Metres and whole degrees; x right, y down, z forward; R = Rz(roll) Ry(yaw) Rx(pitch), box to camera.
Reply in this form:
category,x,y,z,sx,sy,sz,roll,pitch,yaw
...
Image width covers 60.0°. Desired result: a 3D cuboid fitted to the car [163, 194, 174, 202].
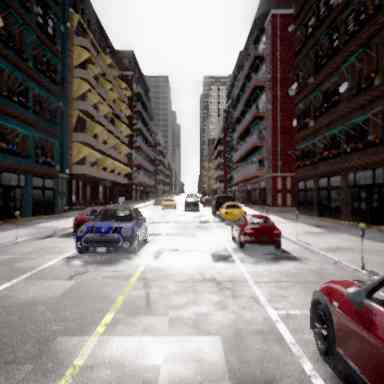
category,x,y,z,sx,sy,sz,roll,pitch,yaw
car,-5.698,1.441,80.886,2.192,1.841,5.009,1,0,0

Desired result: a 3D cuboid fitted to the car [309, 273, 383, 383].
category,x,y,z,sx,sy,sz,roll,pitch,yaw
car,2.703,1.448,3.373,1.967,1.590,4.097,1,0,0

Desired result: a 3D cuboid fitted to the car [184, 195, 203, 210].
category,x,y,z,sx,sy,sz,roll,pitch,yaw
car,-0.012,1.554,43.483,2.128,1.511,4.902,0,0,0

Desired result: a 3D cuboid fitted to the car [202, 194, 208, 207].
category,x,y,z,sx,sy,sz,roll,pitch,yaw
car,2.688,1.531,53.239,1.967,1.590,4.097,1,0,0

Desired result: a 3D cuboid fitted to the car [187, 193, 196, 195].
category,x,y,z,sx,sy,sz,roll,pitch,yaw
car,-0.016,1.272,60.279,2.150,2.045,5.566,0,0,0

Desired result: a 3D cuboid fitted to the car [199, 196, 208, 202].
category,x,y,z,sx,sy,sz,roll,pitch,yaw
car,2.677,1.678,80.941,2.008,1.369,4.403,1,0,0

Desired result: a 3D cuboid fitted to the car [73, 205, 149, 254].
category,x,y,z,sx,sy,sz,roll,pitch,yaw
car,-3.067,1.377,13.577,2.097,1.767,4.553,0,0,0

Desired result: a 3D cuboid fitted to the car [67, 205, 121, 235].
category,x,y,z,sx,sy,sz,roll,pitch,yaw
car,-5.684,1.582,19.940,1.887,1.381,4.507,1,0,0

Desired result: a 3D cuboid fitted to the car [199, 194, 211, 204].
category,x,y,z,sx,sy,sz,roll,pitch,yaw
car,2.685,1.428,69.860,2.192,1.841,5.009,1,0,0

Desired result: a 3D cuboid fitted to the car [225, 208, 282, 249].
category,x,y,z,sx,sy,sz,roll,pitch,yaw
car,2.697,1.611,14.454,1.802,1.307,4.206,1,0,0

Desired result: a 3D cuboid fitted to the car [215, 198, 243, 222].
category,x,y,z,sx,sy,sz,roll,pitch,yaw
car,3.140,1.506,26.596,1.801,1.575,5.366,0,0,0

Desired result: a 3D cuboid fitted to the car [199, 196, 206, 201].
category,x,y,z,sx,sy,sz,roll,pitch,yaw
car,2.676,1.660,86.651,1.752,1.417,4.829,1,0,0

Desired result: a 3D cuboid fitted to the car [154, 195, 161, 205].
category,x,y,z,sx,sy,sz,roll,pitch,yaw
car,-5.696,1.648,58.724,2.008,1.369,4.403,1,0,0

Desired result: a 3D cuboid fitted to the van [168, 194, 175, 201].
category,x,y,z,sx,sy,sz,roll,pitch,yaw
van,-5.703,1.481,91.967,1.690,1.788,3.998,1,0,0

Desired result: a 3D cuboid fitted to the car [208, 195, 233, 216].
category,x,y,z,sx,sy,sz,roll,pitch,yaw
car,3.095,1.288,33.437,2.150,2.045,5.566,0,0,0

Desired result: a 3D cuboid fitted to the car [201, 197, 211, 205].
category,x,y,z,sx,sy,sz,roll,pitch,yaw
car,2.683,1.651,64.320,1.887,1.381,4.507,1,0,0

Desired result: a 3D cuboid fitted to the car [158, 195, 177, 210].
category,x,y,z,sx,sy,sz,roll,pitch,yaw
car,-3.092,1.555,45.510,1.882,1.535,5.008,0,0,0
